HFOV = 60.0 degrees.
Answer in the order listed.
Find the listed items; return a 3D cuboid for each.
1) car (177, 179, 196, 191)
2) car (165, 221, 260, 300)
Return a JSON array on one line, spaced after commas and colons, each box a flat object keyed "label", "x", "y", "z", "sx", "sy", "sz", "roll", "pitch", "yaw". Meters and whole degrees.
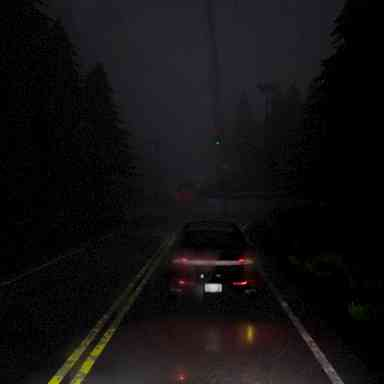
[{"label": "car", "x": -0.698, "y": -1.071, "z": 45.216, "sx": 1.812, "sy": 1.442, "sz": 4.674, "roll": 1, "pitch": 9, "yaw": 14}, {"label": "car", "x": 0.453, "y": 1.466, "z": 8.295, "sx": 2.128, "sy": 1.511, "sz": 4.902, "roll": 0, "pitch": 0, "yaw": 2}]
